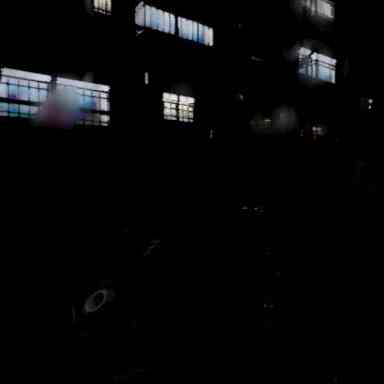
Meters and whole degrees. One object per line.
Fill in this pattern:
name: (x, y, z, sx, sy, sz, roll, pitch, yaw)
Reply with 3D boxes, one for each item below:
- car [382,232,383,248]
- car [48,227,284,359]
car: (8.889, 1.376, 12.448, 4.097, 1.590, 1.967, 0, -1, -35)
car: (-0.314, 1.426, 5.887, 4.097, 1.590, 1.967, 0, -1, -35)
